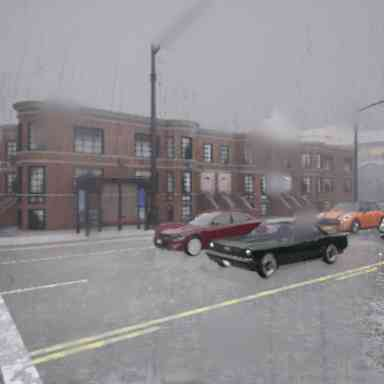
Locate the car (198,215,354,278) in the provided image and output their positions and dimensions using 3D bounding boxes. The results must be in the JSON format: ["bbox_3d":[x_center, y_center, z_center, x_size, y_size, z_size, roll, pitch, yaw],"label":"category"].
[{"bbox_3d":[2.723,1.597,10.229,4.718,1.301,1.895,0,0,-36],"label":"car"}]

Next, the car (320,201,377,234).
[{"bbox_3d":[9.154,1.344,19.111,4.553,1.767,2.097,0,0,-36],"label":"car"}]

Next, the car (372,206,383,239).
[{"bbox_3d":[10.868,1.518,16.028,4.674,1.442,1.812,0,0,-36],"label":"car"}]

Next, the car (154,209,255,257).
[{"bbox_3d":[0.874,1.474,13.212,5.008,1.535,1.882,0,0,-36],"label":"car"}]
